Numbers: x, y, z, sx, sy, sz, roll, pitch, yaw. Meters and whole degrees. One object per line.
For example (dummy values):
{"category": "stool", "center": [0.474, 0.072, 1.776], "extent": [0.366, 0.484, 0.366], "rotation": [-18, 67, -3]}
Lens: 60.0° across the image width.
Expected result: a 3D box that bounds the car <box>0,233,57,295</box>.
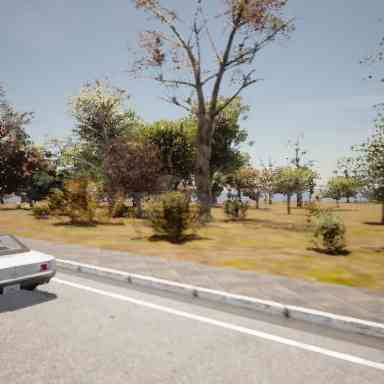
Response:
{"category": "car", "center": [-5.313, 1.602, 7.785], "extent": [4.718, 1.301, 1.895], "rotation": [0, 0, 36]}
